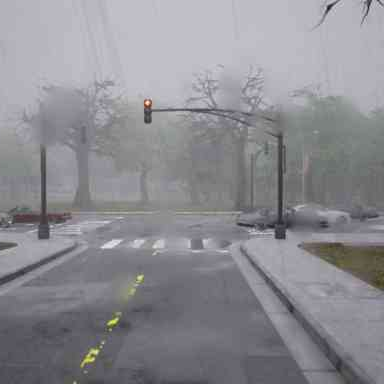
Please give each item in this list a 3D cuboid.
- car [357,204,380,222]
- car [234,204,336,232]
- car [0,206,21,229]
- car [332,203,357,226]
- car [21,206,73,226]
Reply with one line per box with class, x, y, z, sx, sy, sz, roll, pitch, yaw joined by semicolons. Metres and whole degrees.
car;11.820;1.563;26.311;5.357;1.411;2.033;0;0;0
car;5.217;1.562;19.611;5.357;1.411;2.033;0;0;0
car;-13.014;1.518;19.617;4.674;1.442;1.812;0;0;0
car;8.377;1.540;22.861;4.674;1.442;1.812;0;0;0
car;-10.776;1.591;22.867;4.718;1.301;1.895;0;0;0
